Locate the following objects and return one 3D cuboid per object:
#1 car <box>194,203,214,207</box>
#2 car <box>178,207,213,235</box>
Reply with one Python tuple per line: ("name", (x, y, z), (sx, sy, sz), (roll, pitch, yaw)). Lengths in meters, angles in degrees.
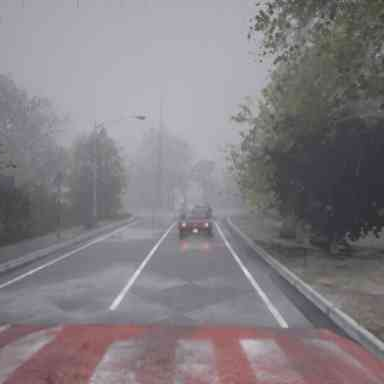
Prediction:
("car", (1.207, 1.891, 34.975), (2.128, 1.511, 4.902), (-1, -1, 7))
("car", (0.225, 1.808, 20.172), (1.895, 1.301, 4.718), (0, 0, 1))
